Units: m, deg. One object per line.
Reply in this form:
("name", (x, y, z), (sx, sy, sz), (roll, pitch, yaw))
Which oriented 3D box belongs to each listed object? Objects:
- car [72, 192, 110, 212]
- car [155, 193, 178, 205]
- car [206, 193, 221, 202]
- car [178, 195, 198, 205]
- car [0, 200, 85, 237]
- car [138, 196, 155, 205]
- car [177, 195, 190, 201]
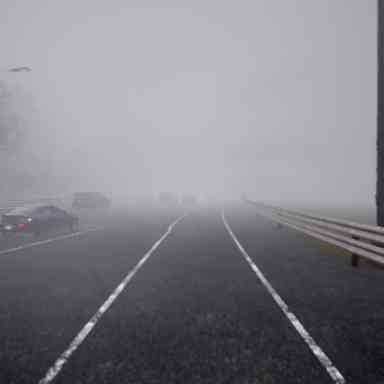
("car", (-11.043, 1.061, 36.663), (2.150, 2.045, 5.566), (0, 0, 11))
("car", (-3.867, 1.102, 54.944), (2.150, 2.045, 5.566), (0, 0, 12))
("car", (4.755, 1.156, 77.223), (2.150, 2.045, 5.566), (0, 0, 14))
("car", (-0.300, 1.372, 54.850), (2.128, 1.511, 4.902), (0, 0, 12))
("car", (-7.398, 1.325, 16.417), (1.812, 1.442, 4.674), (0, 0, 9))
("car", (-7.419, 1.406, 54.963), (1.812, 1.442, 4.674), (0, 0, 12))
("car", (-1.904, 1.415, 79.474), (1.882, 1.535, 5.008), (0, 0, 14))
